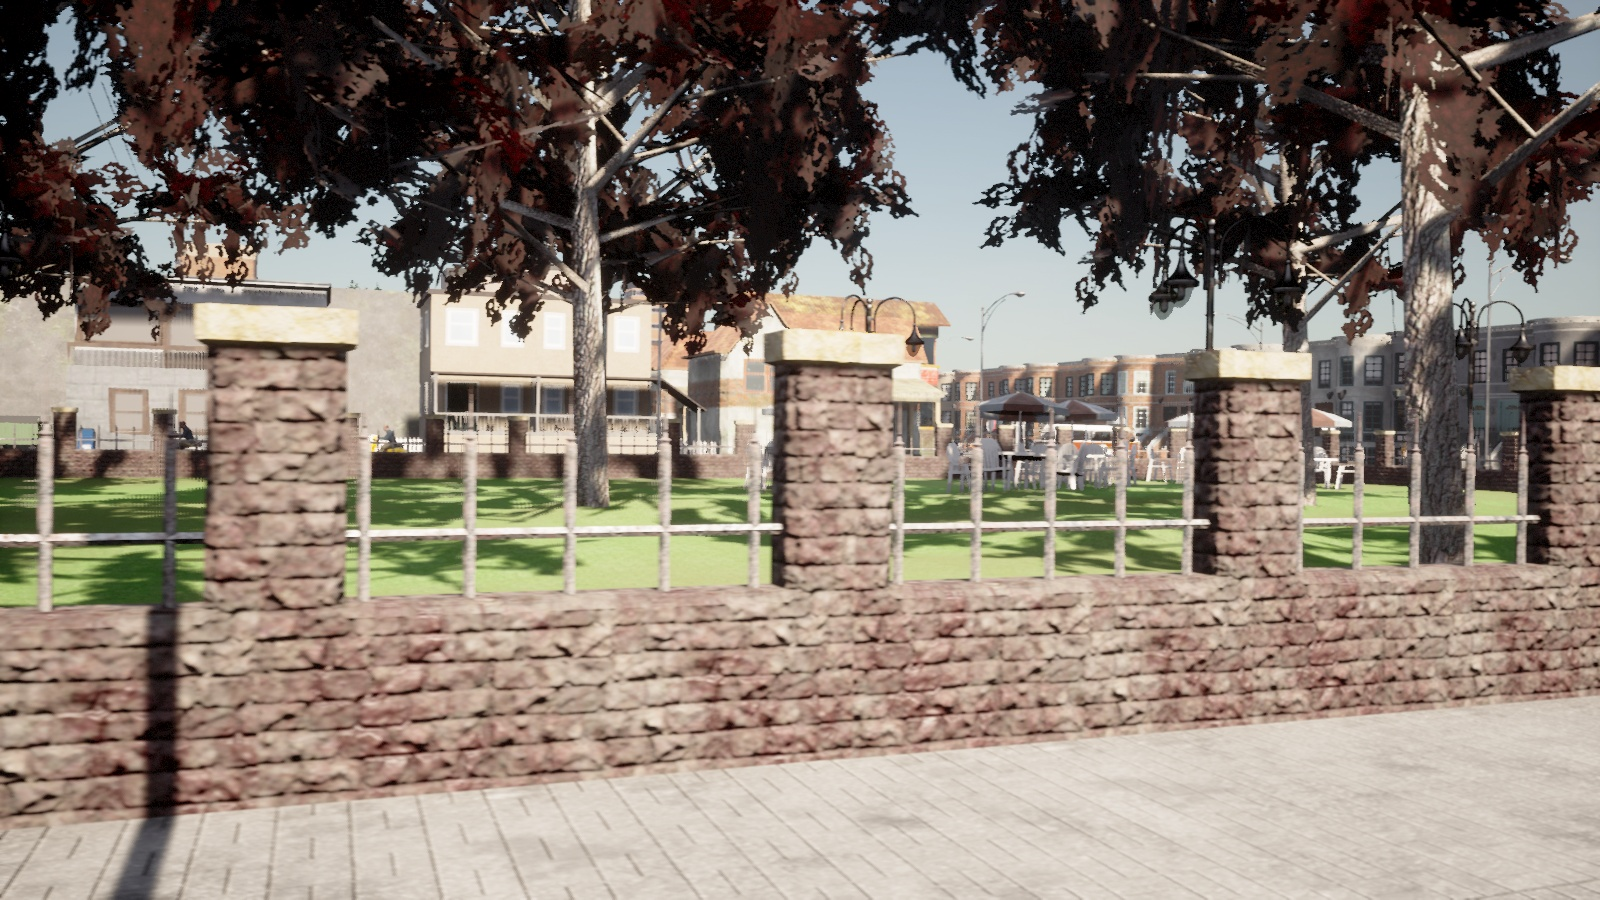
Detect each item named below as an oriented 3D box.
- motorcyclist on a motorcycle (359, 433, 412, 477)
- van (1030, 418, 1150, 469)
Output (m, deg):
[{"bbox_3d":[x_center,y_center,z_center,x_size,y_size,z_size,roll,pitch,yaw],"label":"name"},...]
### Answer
[{"bbox_3d":[-15.301,0.177,46.385,1.817,1.590,0.866,-1,1,-21],"label":"motorcyclist on a motorcycle"},{"bbox_3d":[12.106,-0.304,52.469,4.480,2.038,2.069,-1,1,-21],"label":"van"}]
